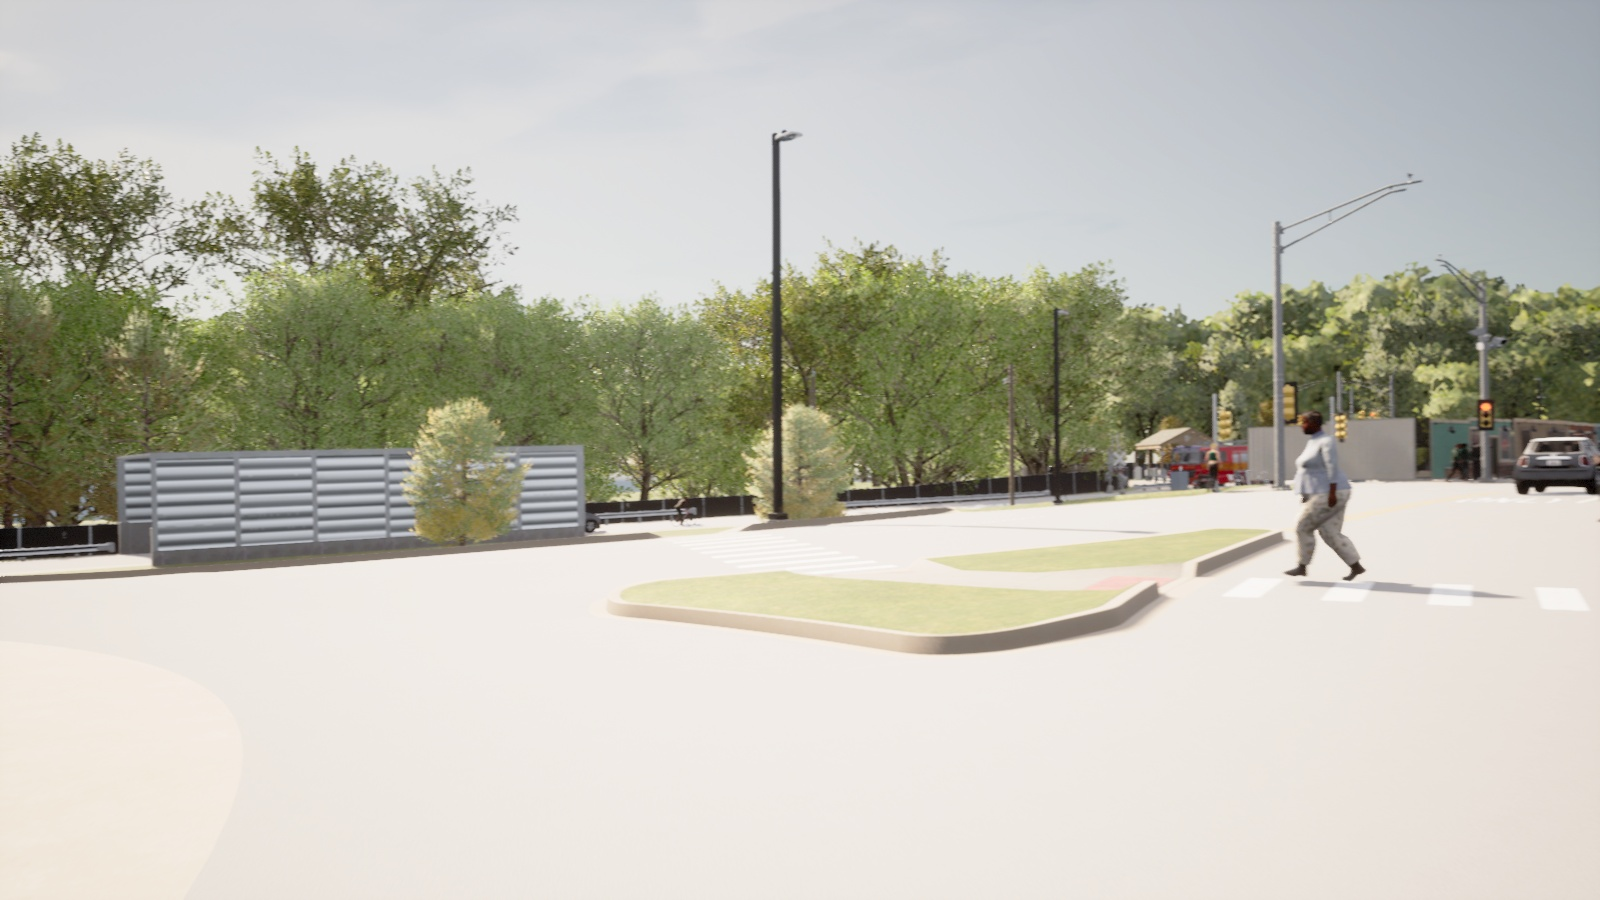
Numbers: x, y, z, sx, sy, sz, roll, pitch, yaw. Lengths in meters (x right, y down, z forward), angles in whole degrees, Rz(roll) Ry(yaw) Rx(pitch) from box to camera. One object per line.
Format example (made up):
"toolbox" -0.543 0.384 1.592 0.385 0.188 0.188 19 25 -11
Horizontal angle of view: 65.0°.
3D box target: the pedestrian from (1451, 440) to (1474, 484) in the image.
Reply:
"pedestrian" 29.473 0.540 55.869 0.788 1.949 0.423 -1 -2 40

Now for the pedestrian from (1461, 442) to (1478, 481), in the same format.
"pedestrian" 32.135 0.551 60.254 0.614 1.847 0.353 0 -1 -14

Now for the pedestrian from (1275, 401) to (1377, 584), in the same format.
"pedestrian" 5.544 0.445 13.289 0.900 1.855 0.874 -1 -1 18

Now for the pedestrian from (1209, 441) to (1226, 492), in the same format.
"pedestrian" 15.191 0.610 45.663 0.594 1.836 0.345 1 -2 -44

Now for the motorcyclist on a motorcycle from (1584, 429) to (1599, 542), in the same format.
"motorcyclist on a motorcycle" 11.995 0.510 18.152 0.766 1.649 2.350 -1 -1 24

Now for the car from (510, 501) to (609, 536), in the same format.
"car" -12.246 3.456 64.060 4.514 1.525 2.007 -1 0 -38

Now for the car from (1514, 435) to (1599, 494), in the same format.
"car" 20.364 0.380 33.126 1.970 1.475 3.806 -1 -1 40
